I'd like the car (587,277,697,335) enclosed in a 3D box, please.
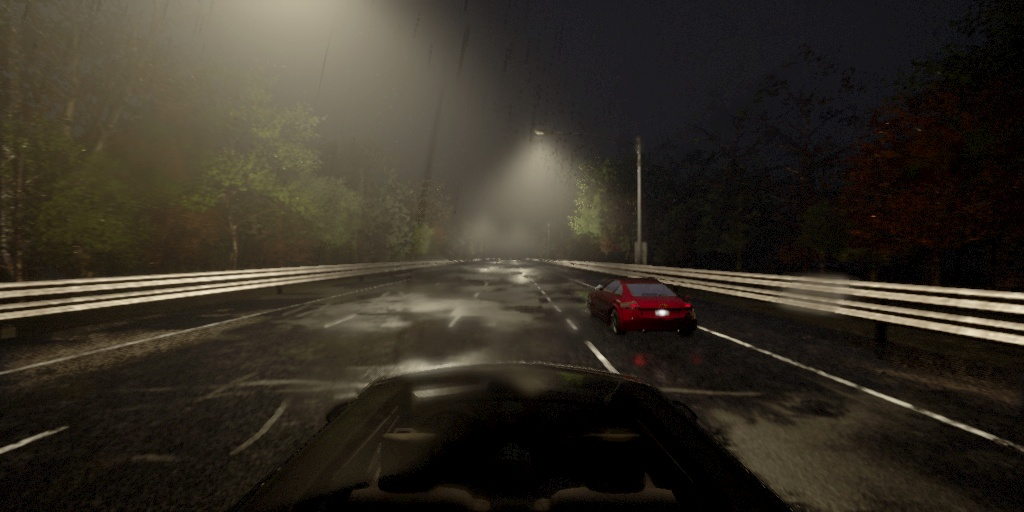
[{"bbox_3d":[3.523,1.310,10.442,1.994,1.385,4.181,0,0,0],"label":"car"}]
